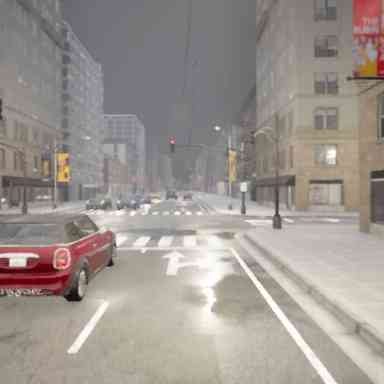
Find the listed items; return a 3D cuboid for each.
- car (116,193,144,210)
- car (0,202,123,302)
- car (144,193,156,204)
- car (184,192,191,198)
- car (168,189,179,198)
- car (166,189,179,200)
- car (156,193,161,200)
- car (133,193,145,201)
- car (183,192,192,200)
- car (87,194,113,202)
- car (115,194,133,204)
[{"bbox_3d":[-7.079,1.051,37.358,2.097,1.767,4.553,0,0,-1],"label":"car"},{"bbox_3d":[-3.257,1.290,8.239,2.097,1.767,4.553,0,1,-2],"label":"car"},{"bbox_3d":[-7.247,1.067,51.032,2.128,1.511,4.902,0,0,0],"label":"car"},{"bbox_3d":[-1.058,0.695,78.344,1.812,1.442,4.674,0,1,-1],"label":"car"},{"bbox_3d":[-4.310,0.408,78.326,2.150,2.045,5.566,0,1,-1],"label":"car"},{"bbox_3d":[-4.164,0.631,67.909,2.150,2.045,5.566,0,1,-1],"label":"car"},{"bbox_3d":[-7.409,0.896,67.579,1.882,1.535,5.008,0,1,-1],"label":"car"},{"bbox_3d":[-10.657,0.953,67.438,1.812,1.442,4.674,0,1,-1],"label":"car"},{"bbox_3d":[-0.913,0.899,67.926,1.837,1.490,4.892,0,1,-1],"label":"car"},{"bbox_3d":[-10.328,1.063,37.313,2.097,1.767,4.553,0,0,-1],"label":"car"},{"bbox_3d":[-10.499,1.089,51.576,1.837,1.490,4.892,0,0,0],"label":"car"}]
